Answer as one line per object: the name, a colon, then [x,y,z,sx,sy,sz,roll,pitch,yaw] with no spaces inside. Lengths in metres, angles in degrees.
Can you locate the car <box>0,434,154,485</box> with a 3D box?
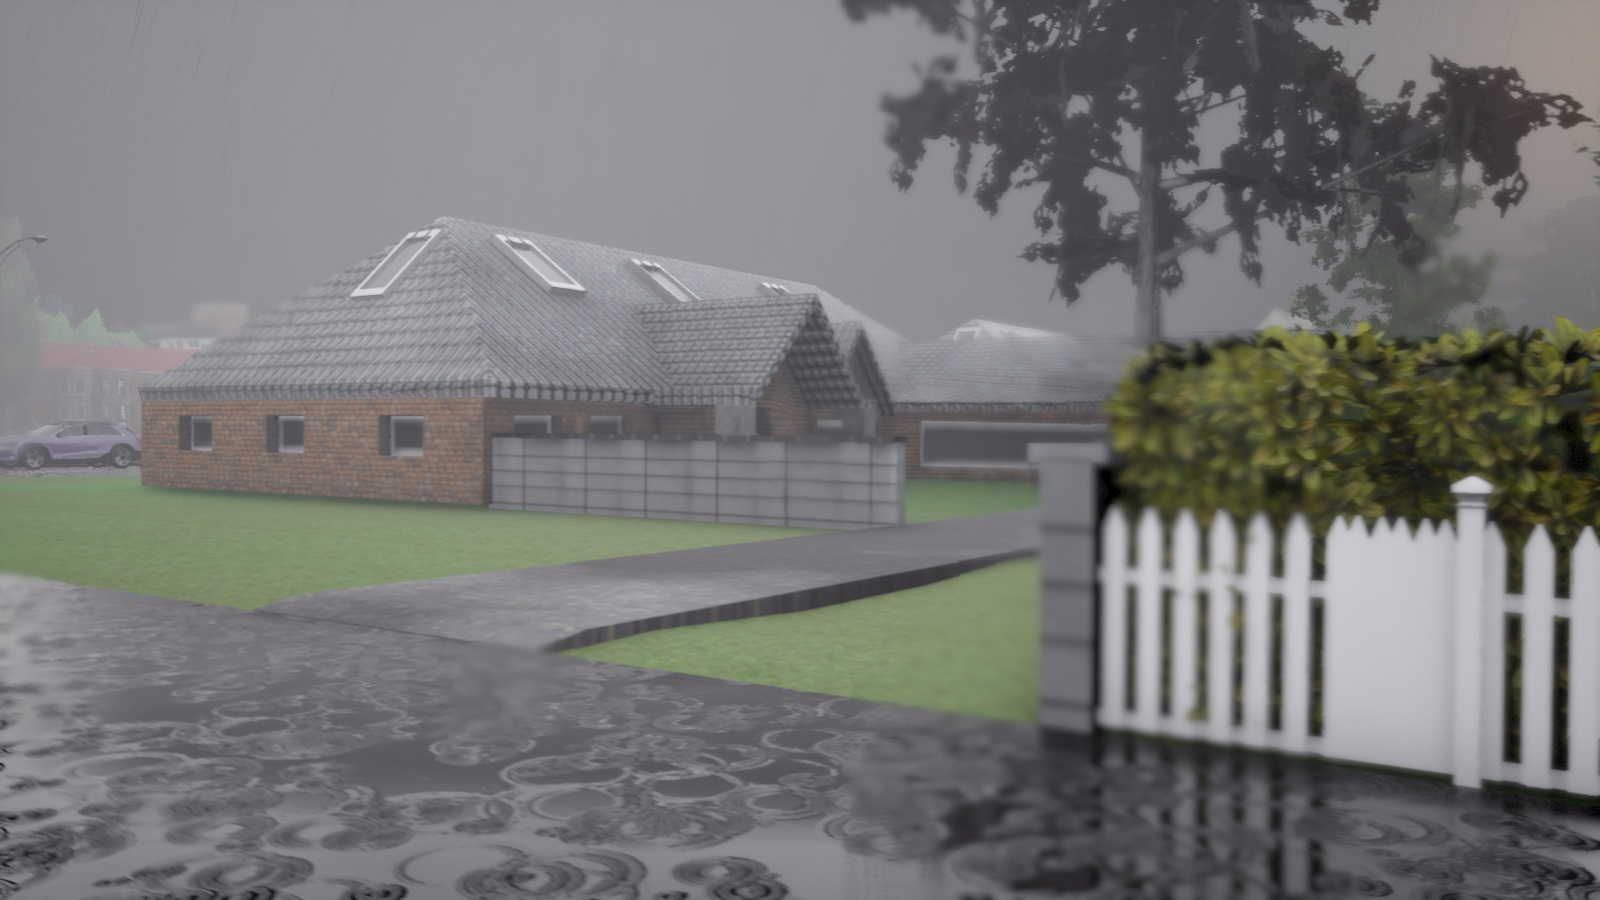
car: [-25.435,0.295,43.713,2.033,1.649,4.856,0,1,34]
